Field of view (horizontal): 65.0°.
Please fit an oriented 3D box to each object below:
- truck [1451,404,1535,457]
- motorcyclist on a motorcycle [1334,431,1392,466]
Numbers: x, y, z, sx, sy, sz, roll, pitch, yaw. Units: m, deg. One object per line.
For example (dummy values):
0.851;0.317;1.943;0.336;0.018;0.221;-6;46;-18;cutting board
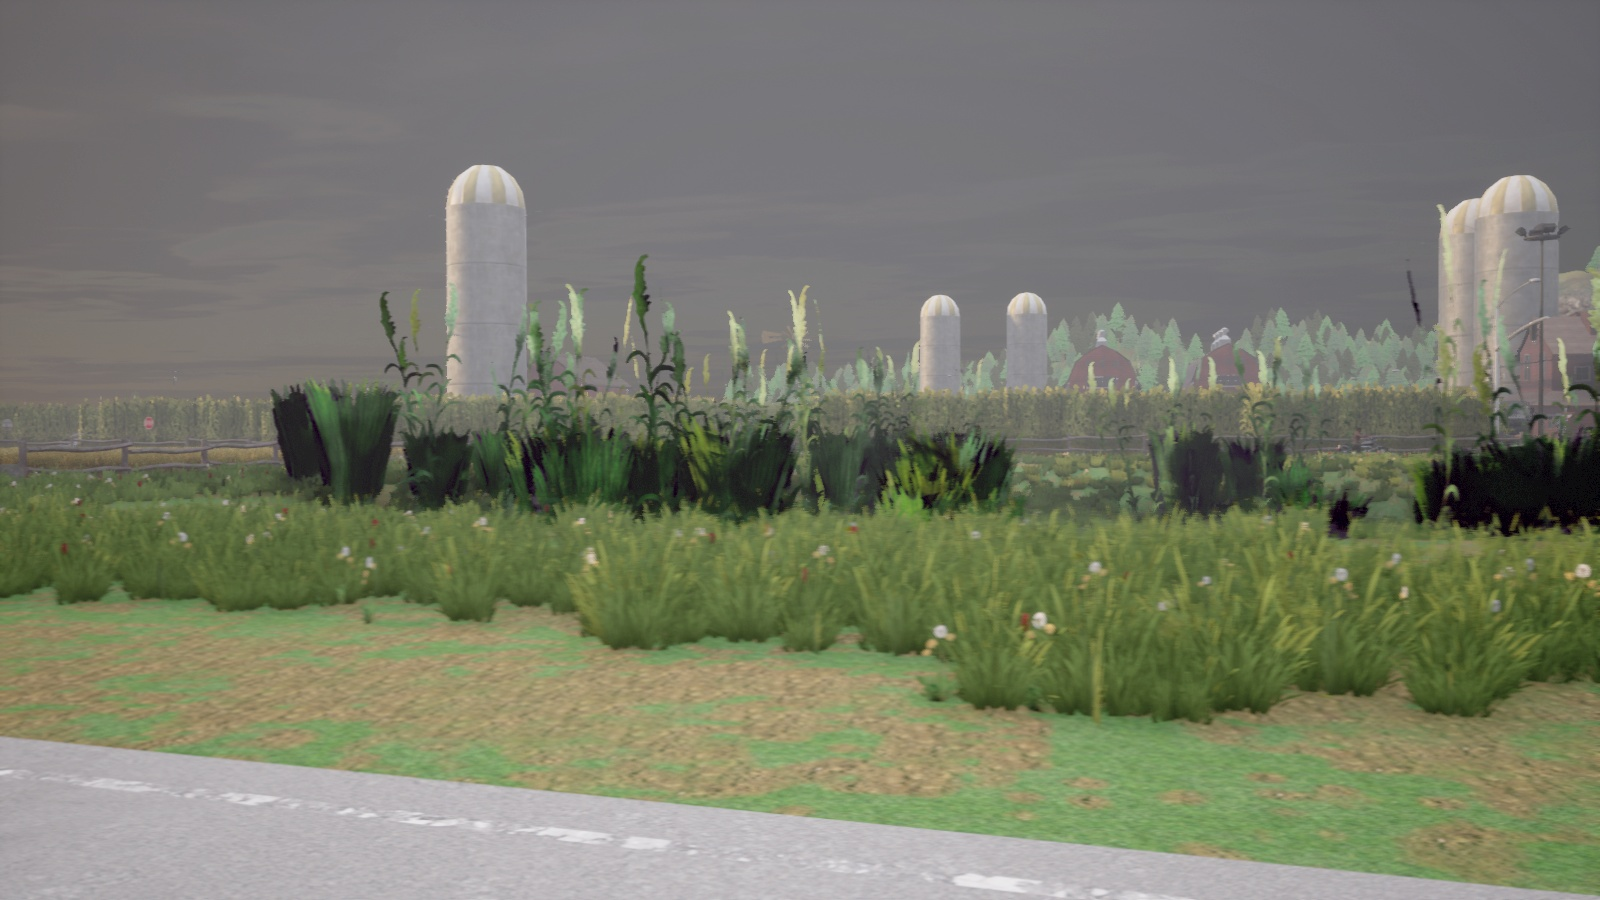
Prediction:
47.422;-1.361;86.209;2.891;3.462;7.936;0;1;13;truck
26.538;-0.074;59.204;2.350;1.649;0.766;1;1;13;motorcyclist on a motorcycle
